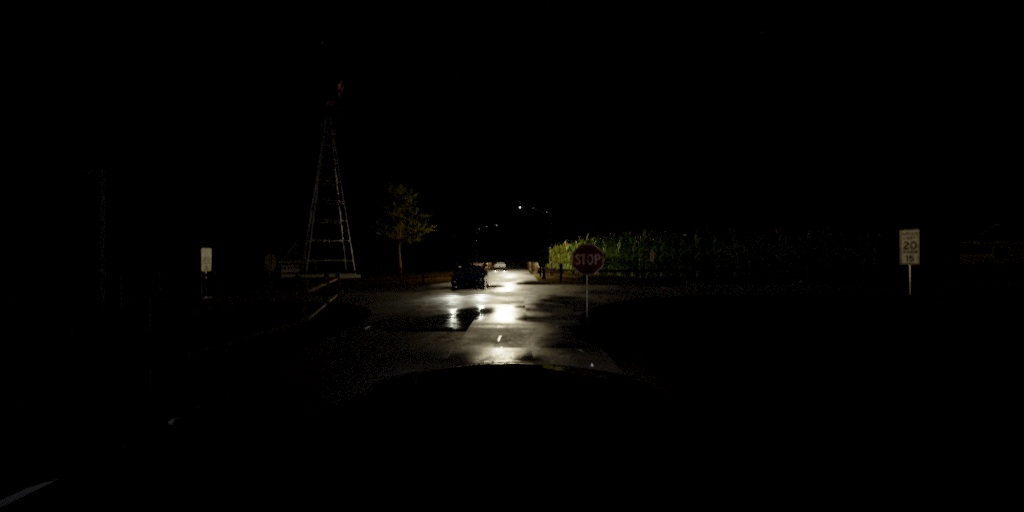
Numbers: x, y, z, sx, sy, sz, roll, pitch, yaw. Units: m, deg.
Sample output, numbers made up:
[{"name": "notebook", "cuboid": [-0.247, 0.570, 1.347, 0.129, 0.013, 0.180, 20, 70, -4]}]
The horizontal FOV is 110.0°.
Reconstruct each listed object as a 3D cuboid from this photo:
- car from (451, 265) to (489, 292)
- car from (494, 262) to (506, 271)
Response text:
[{"name": "car", "cuboid": [-2.514, 1.328, 22.373, 1.882, 1.535, 5.008, -1, 0, 1]}, {"name": "car", "cuboid": [-2.027, 1.753, 61.770, 1.895, 1.301, 4.718, 0, -1, 1]}]
